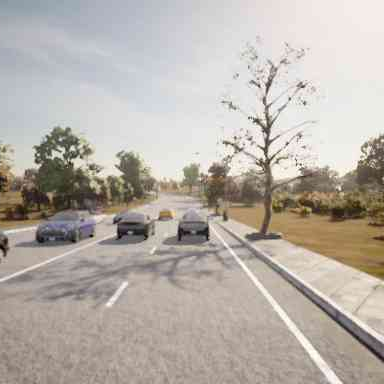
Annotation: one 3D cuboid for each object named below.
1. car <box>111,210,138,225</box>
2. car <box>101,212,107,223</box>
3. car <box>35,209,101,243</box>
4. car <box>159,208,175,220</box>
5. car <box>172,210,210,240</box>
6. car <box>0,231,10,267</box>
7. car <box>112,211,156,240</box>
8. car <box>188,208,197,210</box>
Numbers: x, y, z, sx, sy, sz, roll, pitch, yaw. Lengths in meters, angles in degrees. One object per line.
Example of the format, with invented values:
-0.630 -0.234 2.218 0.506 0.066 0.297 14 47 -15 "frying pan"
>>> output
-7.020 2.651 35.066 1.994 1.385 4.181 0 -2 0 "car"
-10.520 2.689 35.121 1.895 1.301 4.718 0 -2 0 "car"
-7.097 1.877 19.143 2.097 1.767 4.553 0 -2 0 "car"
-3.431 2.912 45.292 1.882 1.535 5.008 0 -2 0 "car"
0.089 2.071 20.702 2.128 1.511 4.902 0 -2 0 "car"
-7.091 1.683 9.274 2.128 1.511 4.902 0 -2 0 "car"
-3.412 2.088 20.815 1.837 1.490 4.892 0 -2 0 "car"
0.062 2.956 45.153 1.812 1.442 4.674 0 -2 0 "car"
